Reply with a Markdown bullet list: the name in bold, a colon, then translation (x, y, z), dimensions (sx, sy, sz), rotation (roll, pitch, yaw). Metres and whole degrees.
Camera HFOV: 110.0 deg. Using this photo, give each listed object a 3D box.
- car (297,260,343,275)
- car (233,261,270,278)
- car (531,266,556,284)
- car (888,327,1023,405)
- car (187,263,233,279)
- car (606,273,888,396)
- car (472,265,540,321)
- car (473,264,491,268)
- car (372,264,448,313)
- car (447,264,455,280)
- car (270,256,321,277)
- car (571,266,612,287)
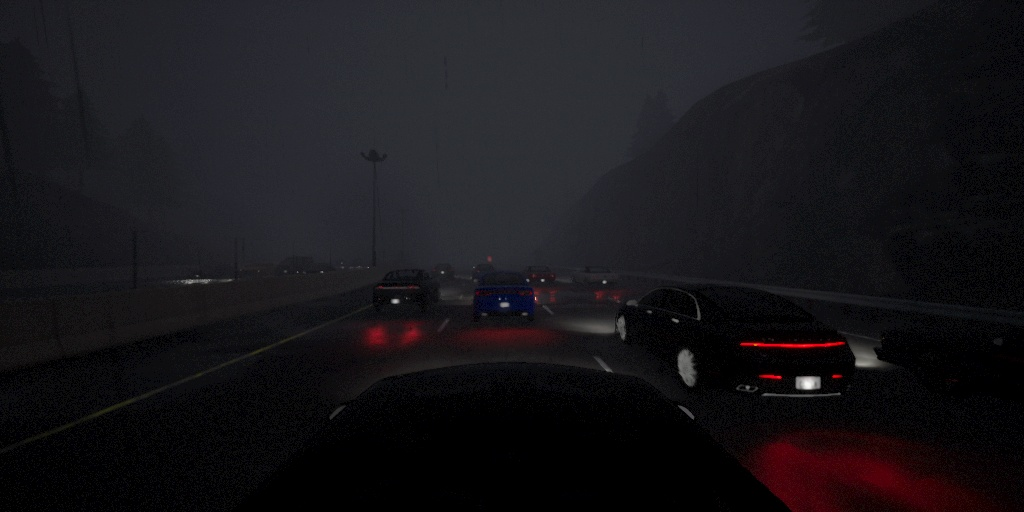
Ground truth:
- **car**: translation (-16.975, 1.341, 31.951), dimensions (1.812, 1.442, 4.674), rotation (0, 0, -10)
- **car**: translation (-24.758, 1.314, 35.297), dimensions (1.882, 1.535, 5.008), rotation (0, 0, -12)
- **car**: translation (1.800, 1.366, 26.530), dimensions (1.895, 1.301, 4.718), rotation (0, 0, -8)
- **car**: translation (7.028, 1.282, 3.502), dimensions (2.033, 1.411, 5.357), rotation (0, 0, -1)
- **car**: translation (-28.011, 1.390, 33.913), dimensions (2.033, 1.411, 5.357), rotation (0, 0, -12)
- **car**: translation (3.431, 1.251, 6.651), dimensions (1.837, 1.490, 4.892), rotation (0, 0, -1)
- **car**: translation (-0.350, 1.237, 12.650), dimensions (1.882, 1.535, 5.008), rotation (0, 0, -3)
- **car**: translation (-2.313, 1.342, 30.286), dimensions (1.994, 1.385, 4.181), rotation (0, 0, -9)
- **car**: translation (-3.961, 1.261, 14.082), dimensions (2.128, 1.511, 4.902), rotation (0, 0, -4)
- **car**: translation (-6.151, 1.353, 32.081), dimensions (1.994, 1.385, 4.181), rotation (0, 0, -9)
- **car**: translation (-21.168, 1.048, 35.321), dimensions (2.150, 2.045, 5.566), rotation (0, 0, -12)
- **car**: translation (5.558, 1.356, 24.768), dimensions (1.895, 1.301, 4.718), rotation (0, 0, -7)
